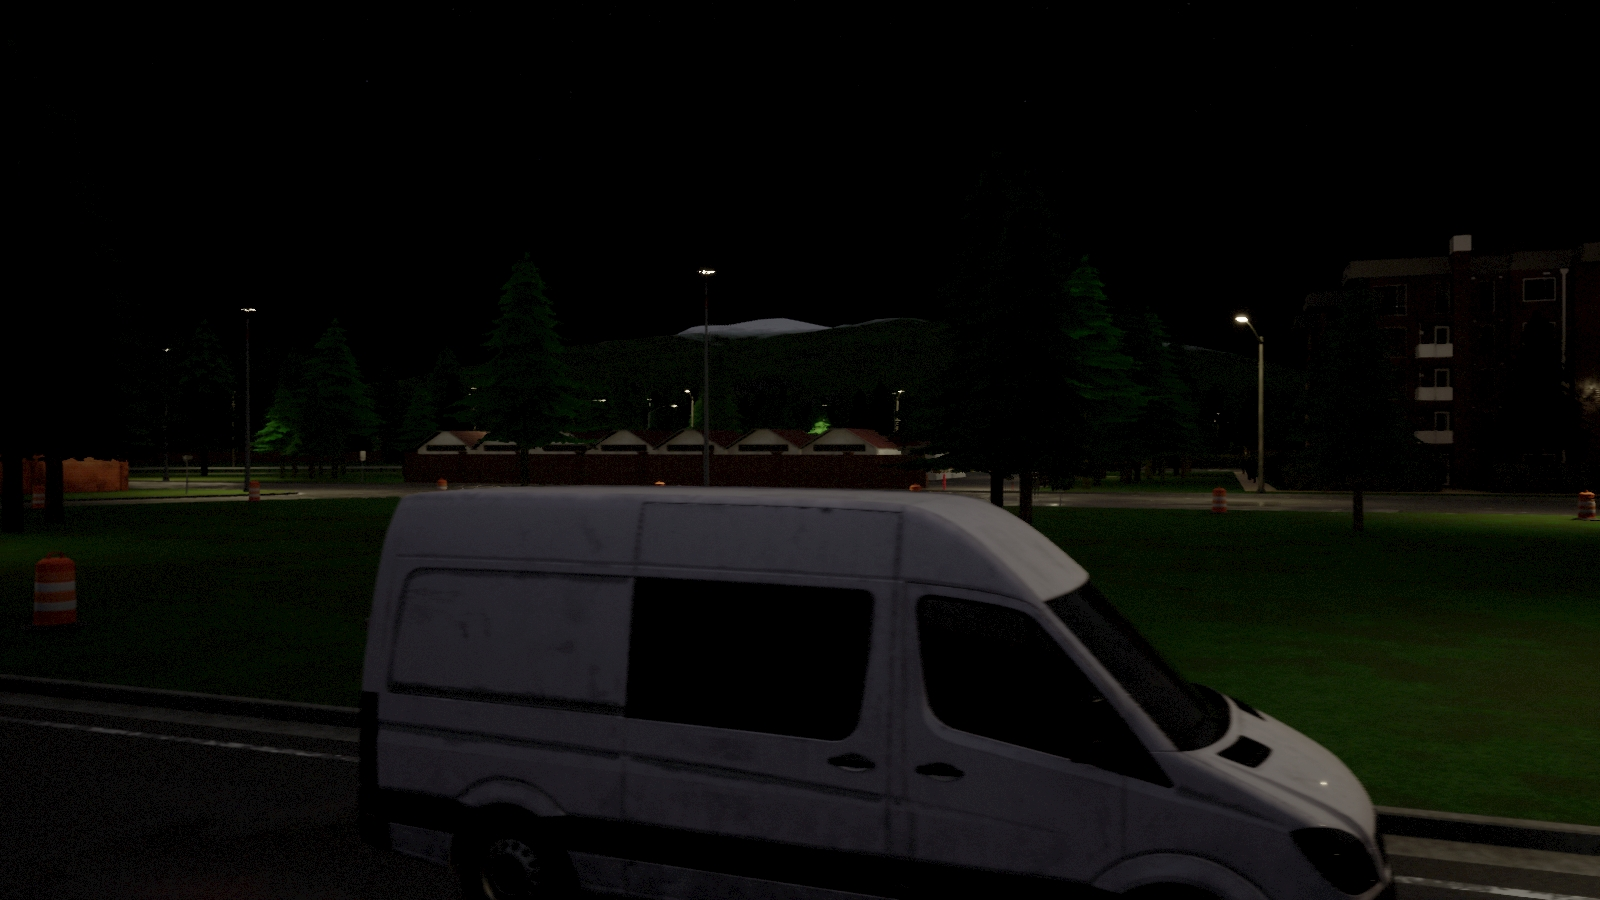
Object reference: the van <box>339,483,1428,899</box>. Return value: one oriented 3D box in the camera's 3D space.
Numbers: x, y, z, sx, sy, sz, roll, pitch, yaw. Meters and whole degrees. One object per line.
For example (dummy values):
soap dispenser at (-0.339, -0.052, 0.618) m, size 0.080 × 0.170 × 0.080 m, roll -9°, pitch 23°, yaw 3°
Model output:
van at (0.294, 1.534, 6.921) m, size 5.915 × 2.561 × 1.988 m, roll 0°, pitch 0°, yaw 20°
